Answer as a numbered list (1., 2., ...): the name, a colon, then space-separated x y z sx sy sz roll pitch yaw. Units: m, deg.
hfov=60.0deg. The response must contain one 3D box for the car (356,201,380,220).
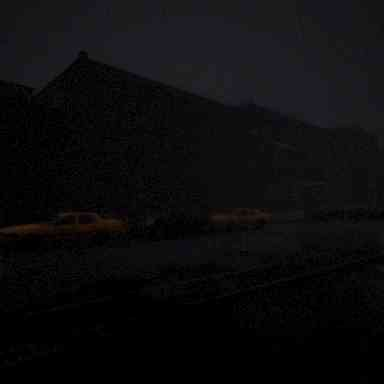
1. car: 15.975 1.876 32.246 4.674 1.452 2.002 1 -1 -39

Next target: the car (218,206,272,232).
1. car: 2.996 1.673 21.640 5.366 1.575 1.946 1 -1 -39

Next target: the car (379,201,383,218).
1. car: 20.180 1.762 35.683 4.553 1.767 2.185 1 -1 -39

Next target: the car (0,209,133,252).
1. car: -5.563 1.567 14.648 5.366 1.575 1.946 1 -1 -39

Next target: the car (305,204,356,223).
1. car: 11.701 1.784 28.753 4.892 1.521 2.231 1 -1 -39

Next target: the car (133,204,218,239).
1. car: -1.117 1.499 18.285 4.553 1.767 2.185 1 -1 -39
